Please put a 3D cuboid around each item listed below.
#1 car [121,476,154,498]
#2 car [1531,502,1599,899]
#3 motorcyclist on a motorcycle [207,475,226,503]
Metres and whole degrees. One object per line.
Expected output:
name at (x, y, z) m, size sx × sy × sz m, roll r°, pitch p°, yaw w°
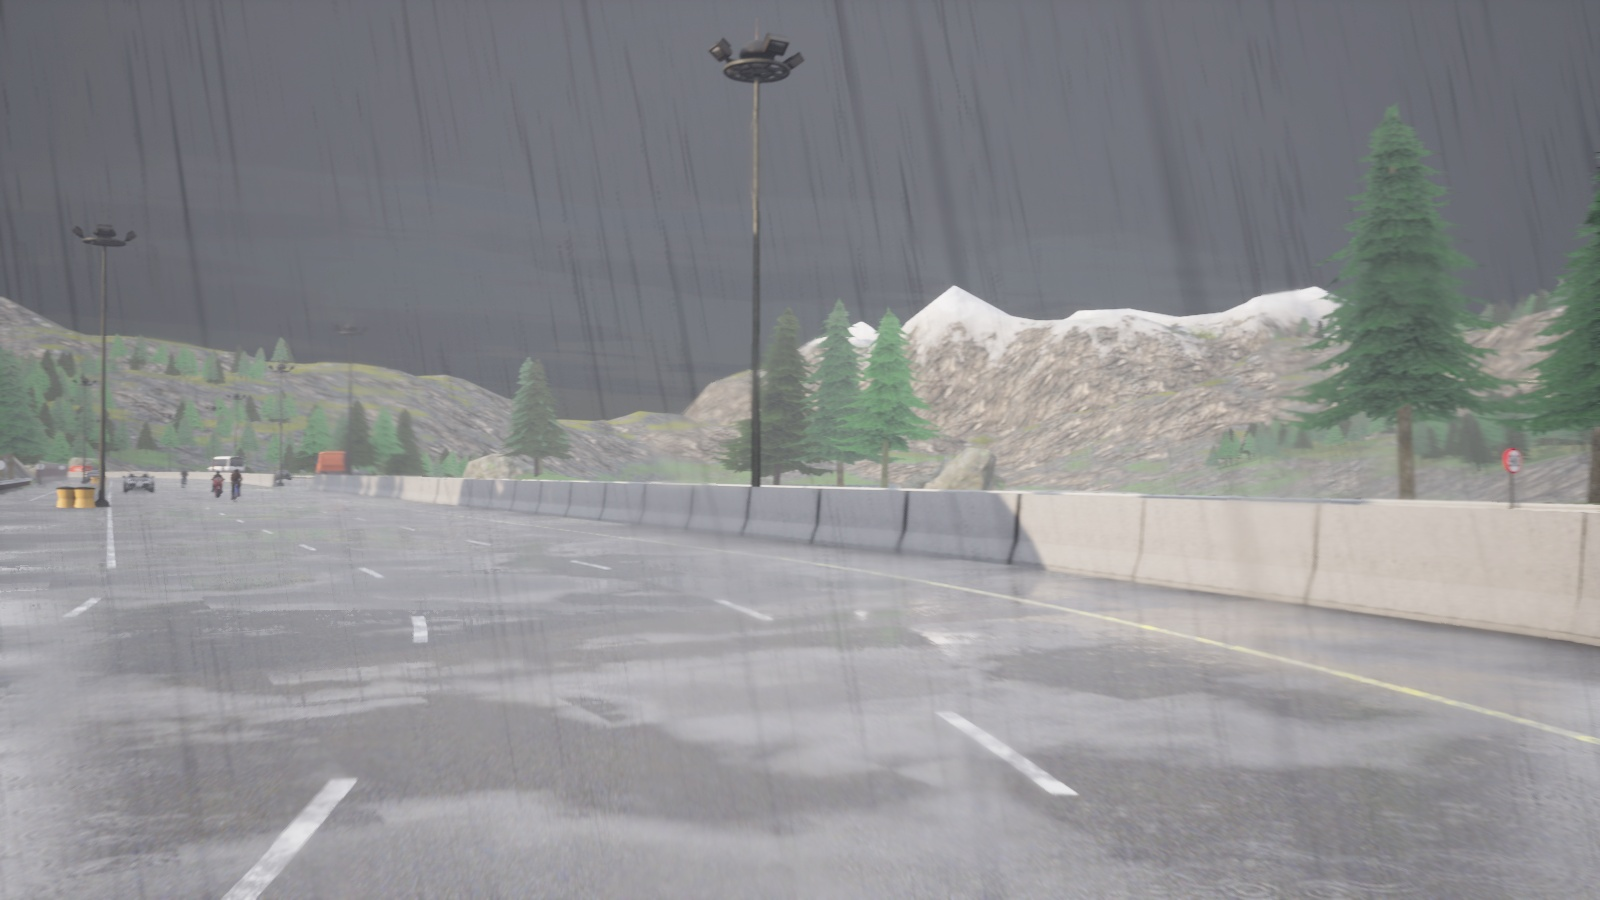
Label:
car at (-45.671, 2.516, 86.557) m, size 1.970 × 1.475 × 3.806 m, roll 0°, pitch -1°, yaw -29°
car at (3.454, 0.850, 1.824) m, size 1.812 × 1.442 × 4.674 m, roll 0°, pitch -1°, yaw -4°
motorcyclist on a motorcycle at (-32.202, 2.160, 69.303) m, size 0.797 × 1.523 × 2.044 m, roll 0°, pitch -1°, yaw -29°
